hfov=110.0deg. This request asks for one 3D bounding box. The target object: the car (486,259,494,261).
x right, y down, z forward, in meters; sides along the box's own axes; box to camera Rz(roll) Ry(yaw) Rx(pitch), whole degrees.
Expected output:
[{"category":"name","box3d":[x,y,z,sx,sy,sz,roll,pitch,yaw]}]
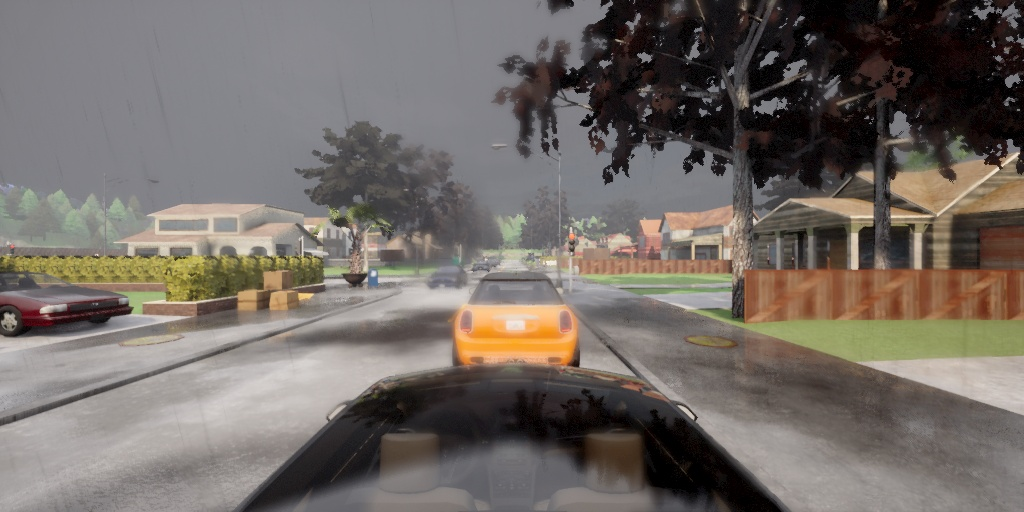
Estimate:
[{"category":"car","box3d":[-3.734,1.313,44.330,1.994,1.385,4.181,0,0,1]}]

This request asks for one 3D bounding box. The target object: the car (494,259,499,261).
[{"category":"car","box3d":[-3.589,1.254,59.591,1.837,1.490,4.892,0,0,1]}]

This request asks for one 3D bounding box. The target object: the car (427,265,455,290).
[{"category":"car","box3d":[-3.920,1.297,22.819,2.033,1.411,5.357,0,0,1]}]

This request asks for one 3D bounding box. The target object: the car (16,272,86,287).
[{"category":"car","box3d":[-33.173,1.314,26.614,4.181,1.385,1.994,0,0,1]}]

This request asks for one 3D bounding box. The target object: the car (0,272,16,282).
[{"category":"car","box3d":[-44.126,1.102,30.816,4.553,1.767,2.097,0,0,1]}]

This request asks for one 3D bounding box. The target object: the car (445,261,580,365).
[{"category":"car","box3d":[0.097,1.102,7.738,2.097,1.767,4.553,0,0,1]}]
